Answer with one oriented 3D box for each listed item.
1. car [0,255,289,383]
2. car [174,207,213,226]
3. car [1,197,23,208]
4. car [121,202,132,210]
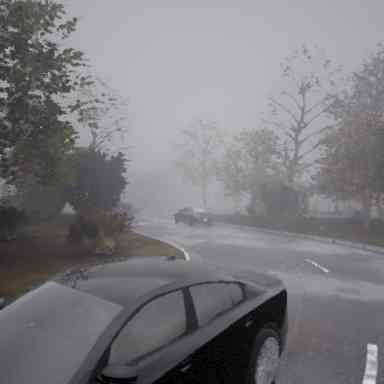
[{"bbox_3d":[-0.772,1.497,3.254,1.882,1.535,5.008,1,0,40],"label":"car"},{"bbox_3d":[0.064,1.877,26.324,1.812,1.442,4.674,1,-1,-23],"label":"car"},{"bbox_3d":[-20.006,1.562,38.202,2.435,2.045,5.566,0,-1,-26],"label":"car"},{"bbox_3d":[-10.938,2.016,47.883,4.892,1.490,1.837,0,-3,23],"label":"car"}]
